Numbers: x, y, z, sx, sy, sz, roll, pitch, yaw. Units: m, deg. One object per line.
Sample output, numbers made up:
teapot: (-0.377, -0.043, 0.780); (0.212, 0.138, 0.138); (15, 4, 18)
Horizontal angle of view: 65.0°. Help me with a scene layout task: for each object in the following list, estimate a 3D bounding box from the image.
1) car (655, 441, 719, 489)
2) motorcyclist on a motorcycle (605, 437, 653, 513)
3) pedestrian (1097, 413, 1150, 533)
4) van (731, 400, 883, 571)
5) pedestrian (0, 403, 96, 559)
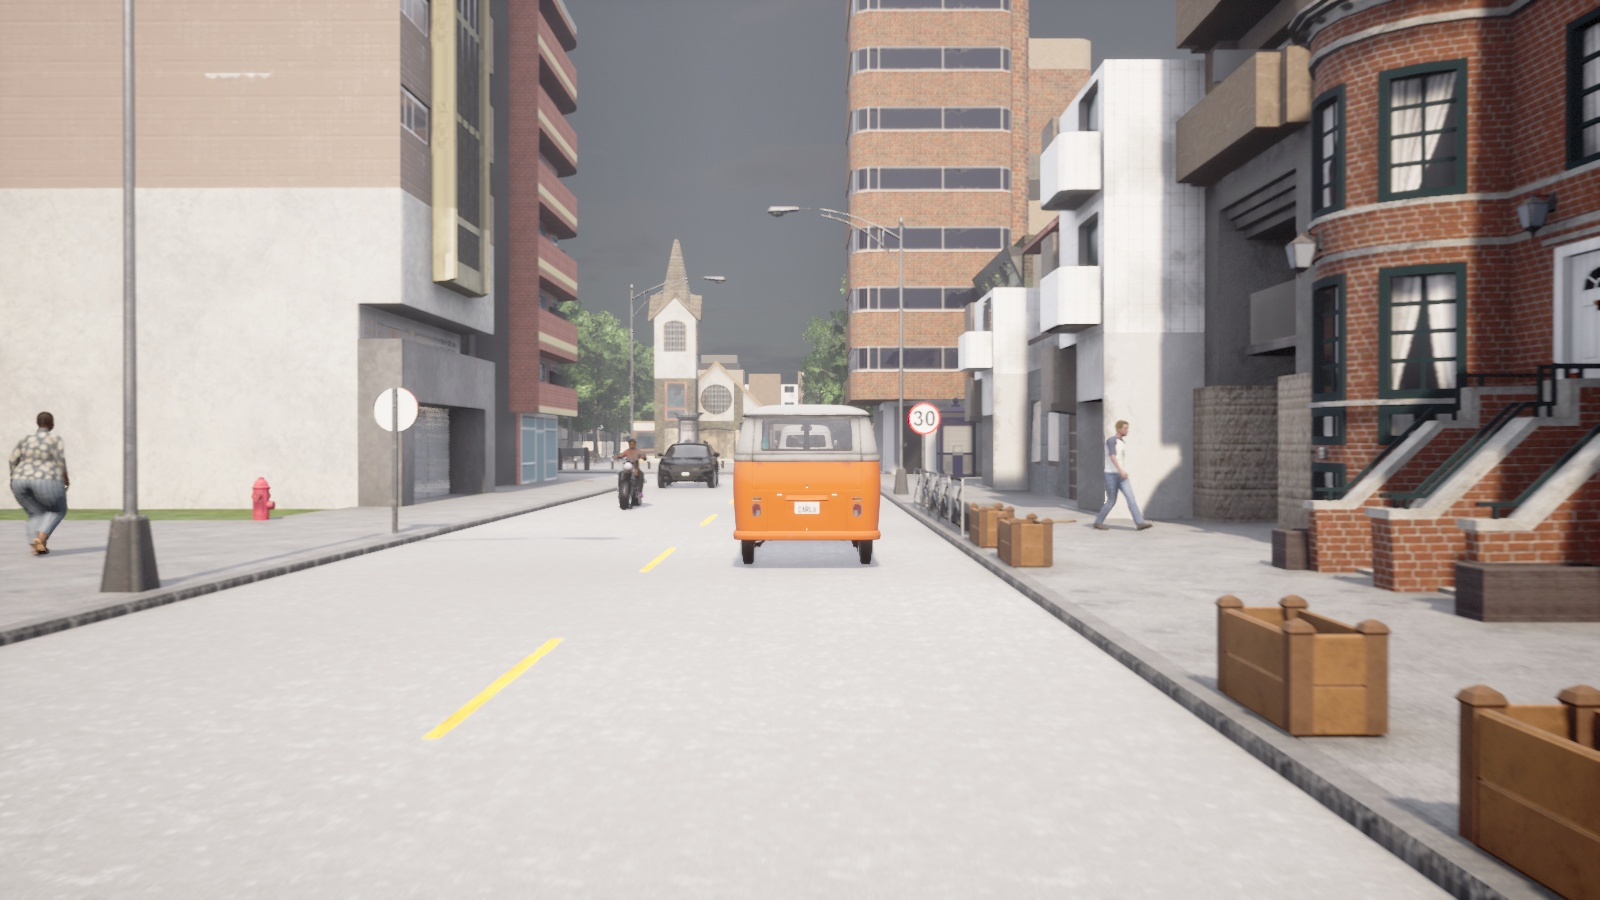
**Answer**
car: (-3.780, 0.480, 42.782); (1.882, 1.535, 5.008); (0, 0, -2)
motorcyclist on a motorcycle: (-3.863, 0.533, 28.556); (0.766, 1.649, 2.350); (0, 0, 0)
pedestrian: (5.065, 0.349, 19.671); (0.706, 1.836, 0.354); (0, 0, 43)
van: (0.089, 0.404, 16.843); (1.775, 1.987, 4.442); (0, 0, 0)
pedestrian: (-9.313, 0.362, 15.378); (0.874, 1.855, 0.900); (0, 0, -1)
